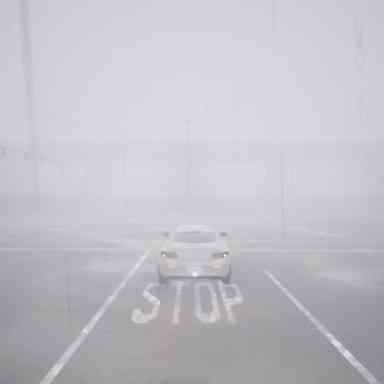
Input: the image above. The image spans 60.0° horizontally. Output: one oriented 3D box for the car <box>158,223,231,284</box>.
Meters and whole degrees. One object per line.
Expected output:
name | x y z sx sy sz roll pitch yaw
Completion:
car | 0.088 1.640 9.841 1.812 1.442 4.674 0 -1 1
